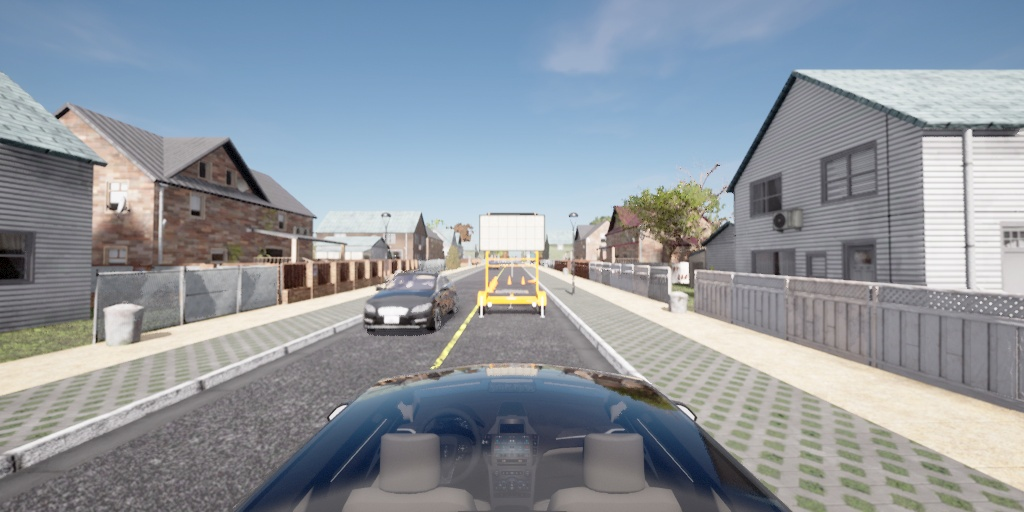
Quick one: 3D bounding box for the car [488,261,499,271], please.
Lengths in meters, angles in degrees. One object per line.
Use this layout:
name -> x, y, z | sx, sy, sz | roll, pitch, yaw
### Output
car -> -2.867, 1.428, 54.008 | 2.033, 1.411, 5.357 | 0, 0, 0

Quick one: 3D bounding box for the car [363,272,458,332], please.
car -> -2.855, 1.250, 10.956 | 2.128, 1.511, 4.902 | 0, 0, 0

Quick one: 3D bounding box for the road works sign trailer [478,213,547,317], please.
road works sign trailer -> 0.006, 0.226, 13.121 | 2.380, 3.560, 2.880 | 0, 0, 0
